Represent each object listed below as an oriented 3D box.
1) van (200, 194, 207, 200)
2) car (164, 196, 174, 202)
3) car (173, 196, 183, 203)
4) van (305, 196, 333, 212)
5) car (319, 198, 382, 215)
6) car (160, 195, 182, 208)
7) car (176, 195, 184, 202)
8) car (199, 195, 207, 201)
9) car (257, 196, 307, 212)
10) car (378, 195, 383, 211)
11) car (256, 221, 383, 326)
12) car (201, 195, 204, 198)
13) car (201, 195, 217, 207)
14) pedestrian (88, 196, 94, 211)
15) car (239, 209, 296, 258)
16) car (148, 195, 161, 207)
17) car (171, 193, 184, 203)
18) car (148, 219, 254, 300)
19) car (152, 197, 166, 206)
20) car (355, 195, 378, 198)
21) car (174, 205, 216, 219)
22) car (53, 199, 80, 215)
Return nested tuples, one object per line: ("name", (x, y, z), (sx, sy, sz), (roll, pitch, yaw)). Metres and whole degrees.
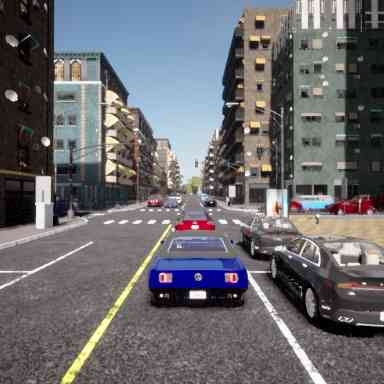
("van", (2.911, 1.373, 78.580), (1.690, 1.788, 3.998), (1, 0, 0))
("car", (-5.471, 1.597, 78.641), (1.947, 1.339, 4.313), (1, 0, 0))
("car", (-2.827, 1.591, 68.652), (1.994, 1.385, 4.181), (0, 0, 0))
("van", (13.863, 1.296, 37.514), (3.998, 1.788, 1.690), (0, 0, 1))
("car", (13.780, 1.413, 29.133), (4.206, 1.307, 1.802), (0, 0, 1))
("car", (-2.974, 1.565, 48.709), (2.033, 1.411, 5.357), (0, 0, 1))
("car", (-2.791, 1.532, 79.061), (1.837, 1.490, 4.892), (0, 0, 0))
("car", (2.938, 1.581, 89.721), (1.887, 1.381, 4.507), (1, 0, 0))
("car", (9.291, 1.482, 35.248), (4.674, 1.442, 1.812), (-1, -1, 5))
("car", (22.684, 1.200, 34.845), (4.553, 1.767, 2.097), (-1, -1, 1))
("car", (2.848, 1.553, 6.961), (2.008, 1.369, 4.403), (1, 0, 0))
("car", (2.849, 1.603, 56.294), (1.802, 1.307, 4.206), (1, 0, 0))
("car", (2.835, 1.585, 50.724), (1.947, 1.339, 4.313), (1, 0, 0))
("pedestrian", (-12.421, 1.347, 40.729), (0.375, 1.860, 0.375), (0, 0, 1))
("car", (2.863, 1.555, 12.530), (2.008, 1.369, 4.403), (1, 0, 0))
("car", (-5.541, 1.334, 50.786), (2.192, 1.841, 5.009), (1, 0, 0))
("car", (-2.923, 1.244, 58.710), (2.150, 2.045, 5.566), (0, 0, 1))
("car", (0.121, 1.603, 8.347), (1.895, 1.301, 4.718), (0, 0, 0))
("car", (-5.530, 1.566, 56.357), (1.887, 1.381, 4.507), (1, 0, 0))
("car", (19.390, 1.228, 37.460), (5.009, 1.841, 2.192), (0, 0, 1))
("car", (0.140, 1.570, 17.210), (1.994, 1.385, 4.181), (0, 0, 0))
("car", (-14.414, 1.491, 35.211), (4.553, 1.767, 2.097), (-1, -1, 1))
